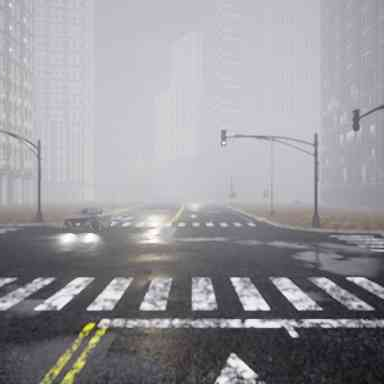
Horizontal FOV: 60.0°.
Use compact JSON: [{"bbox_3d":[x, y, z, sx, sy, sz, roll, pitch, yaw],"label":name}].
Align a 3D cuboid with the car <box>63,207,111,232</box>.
[{"bbox_3d":[-6.452,1.663,20.841,1.994,1.385,4.181,0,-1,0],"label":"car"}]
